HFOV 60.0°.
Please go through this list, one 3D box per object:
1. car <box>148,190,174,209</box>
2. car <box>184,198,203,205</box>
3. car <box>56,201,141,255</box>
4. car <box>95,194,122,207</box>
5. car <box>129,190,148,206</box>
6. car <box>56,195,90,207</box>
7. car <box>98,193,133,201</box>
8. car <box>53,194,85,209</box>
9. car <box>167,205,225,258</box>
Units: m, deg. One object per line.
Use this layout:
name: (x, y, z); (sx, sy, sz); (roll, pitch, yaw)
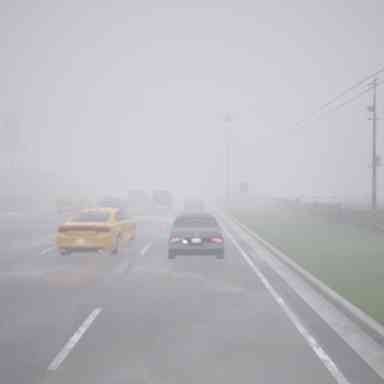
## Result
car: (-3.307, 0.801, 37.594); (2.150, 2.045, 5.566); (0, 1, 0)
car: (0.183, 1.228, 33.888); (1.895, 1.301, 4.718); (0, 1, 0)
car: (-3.371, 1.331, 12.581); (1.882, 1.535, 5.008); (0, 1, 0)
car: (-10.377, 1.066, 41.726); (2.033, 1.411, 5.357); (0, 1, 1)
car: (-6.861, 0.736, 42.901); (2.150, 2.045, 5.566); (0, 1, 1)
car: (-10.421, 1.127, 29.789); (1.882, 1.535, 5.008); (0, 1, 0)
car: (-6.922, 1.164, 29.735); (1.837, 1.490, 4.892); (0, 1, 0)
car: (-13.807, 1.060, 37.758); (1.837, 1.490, 4.892); (0, 1, 0)
car: (0.127, 1.414, 12.077); (2.033, 1.411, 5.357); (0, 1, 0)
